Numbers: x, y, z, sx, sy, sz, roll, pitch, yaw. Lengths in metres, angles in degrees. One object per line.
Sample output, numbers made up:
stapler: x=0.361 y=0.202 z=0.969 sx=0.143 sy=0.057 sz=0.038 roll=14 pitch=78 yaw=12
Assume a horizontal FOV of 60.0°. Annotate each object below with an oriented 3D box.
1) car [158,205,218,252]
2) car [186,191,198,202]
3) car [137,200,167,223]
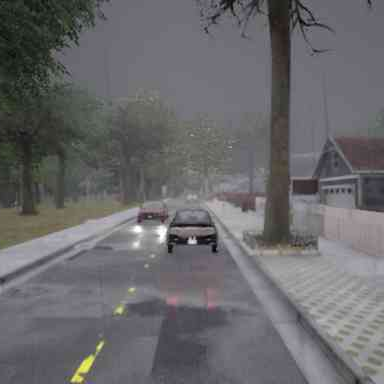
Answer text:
car: x=0.015 y=1.440 z=13.575 sx=2.128 sy=1.511 sz=4.902 roll=0 pitch=0 yaw=0
car: x=0.078 y=0.905 z=65.785 sx=2.150 sy=2.045 sz=5.566 roll=0 pitch=0 yaw=0
car: x=-2.738 y=1.346 z=24.196 sx=1.882 sy=1.535 sz=5.008 roll=0 pitch=0 yaw=0
